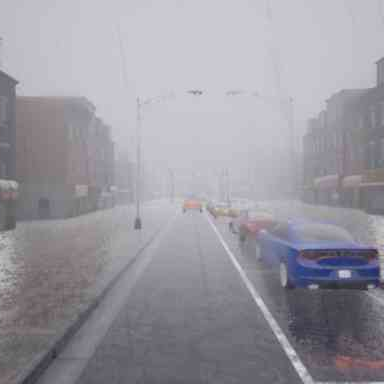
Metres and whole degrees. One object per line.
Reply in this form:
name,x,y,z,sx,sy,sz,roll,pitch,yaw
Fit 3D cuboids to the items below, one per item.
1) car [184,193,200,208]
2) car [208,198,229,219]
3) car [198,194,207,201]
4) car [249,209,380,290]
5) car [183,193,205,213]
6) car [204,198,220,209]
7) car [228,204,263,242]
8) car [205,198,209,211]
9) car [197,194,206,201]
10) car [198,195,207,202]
car,0.013,1.198,48.063,2.150,2.045,5.566,0,0,0
car,2.634,1.489,28.576,1.752,1.417,4.829,0,0,0
car,2.628,1.408,87.552,2.192,1.841,5.009,-1,0,0
car,3.015,1.459,9.042,1.882,1.535,5.008,0,0,0
car,0.079,1.316,37.131,2.097,1.767,4.553,0,0,0
car,2.633,1.552,44.807,1.802,1.307,4.206,0,0,0
car,3.023,1.497,16.042,1.812,1.442,4.674,0,0,0
car,2.633,1.545,33.874,1.802,1.307,4.206,0,0,0
car,2.627,1.432,92.955,2.192,1.841,5.009,-1,0,0
car,2.629,1.510,82.150,1.967,1.590,4.097,-1,0,0
